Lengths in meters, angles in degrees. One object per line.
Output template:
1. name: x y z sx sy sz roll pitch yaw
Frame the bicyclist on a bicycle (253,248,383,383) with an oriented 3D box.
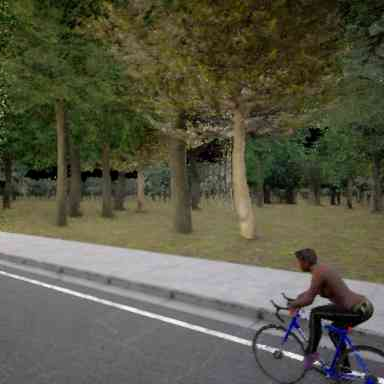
1. bicyclist on a bicycle: 1.415 1.455 3.647 1.656 1.620 0.582 -1 0 36
